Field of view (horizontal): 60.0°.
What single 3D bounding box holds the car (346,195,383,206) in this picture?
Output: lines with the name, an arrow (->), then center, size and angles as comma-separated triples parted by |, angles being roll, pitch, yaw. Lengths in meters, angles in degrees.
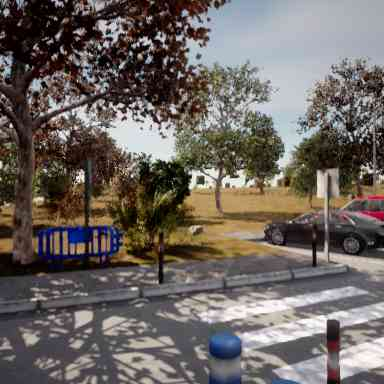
car -> 7.818, 1.187, 14.279 | 2.435, 2.045, 5.566 | 0, -1, -44

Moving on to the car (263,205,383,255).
car -> 5.133, 1.438, 13.032 | 2.231, 1.521, 4.892 | 0, -1, -45
